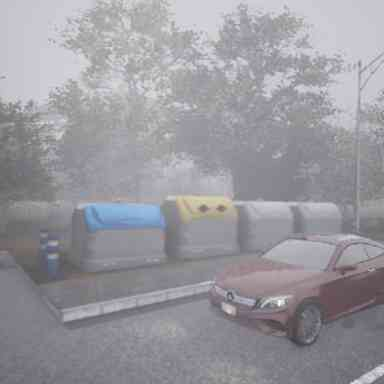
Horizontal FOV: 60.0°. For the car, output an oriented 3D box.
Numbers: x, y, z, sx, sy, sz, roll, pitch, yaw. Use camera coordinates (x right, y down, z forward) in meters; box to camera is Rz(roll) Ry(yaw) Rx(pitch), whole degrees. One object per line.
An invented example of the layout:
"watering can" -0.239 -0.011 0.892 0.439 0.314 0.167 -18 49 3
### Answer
"car" 2.482 1.556 6.469 4.674 1.442 1.812 0 0 -35
